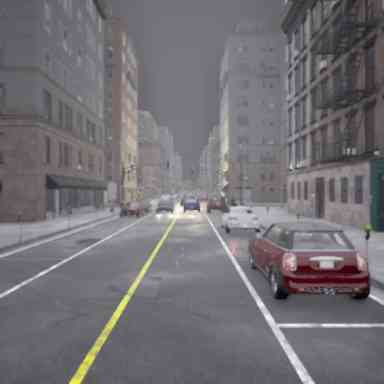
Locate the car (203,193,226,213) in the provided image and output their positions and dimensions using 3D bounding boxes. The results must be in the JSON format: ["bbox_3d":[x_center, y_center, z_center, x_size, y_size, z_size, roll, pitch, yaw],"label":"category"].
[{"bbox_3d":[2.627,1.314,35.994,2.192,1.841,5.009,0,0,0],"label":"car"}]

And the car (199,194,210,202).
[{"bbox_3d":[2.686,1.304,73.365,2.192,1.841,5.009,0,0,0],"label":"car"}]

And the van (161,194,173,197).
[{"bbox_3d":[-5.426,1.331,67.955,1.690,1.788,3.998,0,0,0],"label":"van"}]

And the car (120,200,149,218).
[{"bbox_3d":[-5.396,1.544,30.481,1.887,1.381,4.507,0,0,0],"label":"car"}]

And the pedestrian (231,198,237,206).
[{"bbox_3d":[2.744,1.295,22.345,0.375,1.860,0.375,0,0,-14],"label":"pedestrian"}]

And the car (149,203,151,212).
[{"bbox_3d":[-5.397,1.565,35.991,1.947,1.339,4.313,0,0,0],"label":"car"}]

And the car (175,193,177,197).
[{"bbox_3d":[-5.425,1.530,84.174,1.887,1.381,4.507,0,0,0],"label":"car"}]

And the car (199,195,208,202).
[{"bbox_3d":[2.680,1.538,78.771,2.008,1.369,4.403,0,0,0],"label":"car"}]

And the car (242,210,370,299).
[{"bbox_3d":[2.634,1.441,8.438,1.967,1.590,4.097,0,0,0],"label":"car"}]

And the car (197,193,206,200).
[{"bbox_3d":[2.660,1.297,94.990,2.192,1.841,5.009,0,0,0],"label":"car"}]

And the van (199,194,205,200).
[{"bbox_3d":[2.667,1.325,89.583,1.690,1.788,3.998,0,0,0],"label":"van"}]

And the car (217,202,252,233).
[{"bbox_3d":[2.745,1.527,19.509,1.812,1.442,4.674,0,0,0],"label":"car"}]

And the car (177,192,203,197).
[{"bbox_3d":[-0.300,1.344,54.368,2.097,1.767,4.553,0,0,18],"label":"car"}]

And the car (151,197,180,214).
[{"bbox_3d":[-2.796,1.547,36.268,2.033,1.411,5.357,0,0,1],"label":"car"}]

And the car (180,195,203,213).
[{"bbox_3d":[-0.014,1.476,37.143,1.882,1.535,5.008,0,0,0],"label":"car"}]

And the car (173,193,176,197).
[{"bbox_3d":[-5.425,1.553,78.768,1.947,1.339,4.313,0,0,0],"label":"car"}]
